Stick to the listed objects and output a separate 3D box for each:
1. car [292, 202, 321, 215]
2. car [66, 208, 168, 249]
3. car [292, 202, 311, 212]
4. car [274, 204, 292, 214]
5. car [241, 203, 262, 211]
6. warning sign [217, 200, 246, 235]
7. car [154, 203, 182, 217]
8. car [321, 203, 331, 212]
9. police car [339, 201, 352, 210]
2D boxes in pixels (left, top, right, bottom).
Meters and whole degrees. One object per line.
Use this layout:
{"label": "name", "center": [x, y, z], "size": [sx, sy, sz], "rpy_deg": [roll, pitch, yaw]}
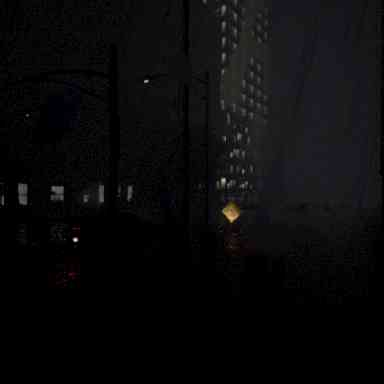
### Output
{"label": "car", "center": [15.528, 2.259, 44.918], "size": [1.882, 1.535, 5.008], "rpy_deg": [0, -1, 34]}
{"label": "car", "center": [-3.380, 1.666, 15.225], "size": [1.837, 1.490, 4.892], "rpy_deg": [-1, -1, 30]}
{"label": "car", "center": [18.310, 2.444, 55.327], "size": [1.837, 1.490, 4.892], "rpy_deg": [0, -1, 33]}
{"label": "car", "center": [13.118, 2.372, 47.170], "size": [1.895, 1.301, 4.718], "rpy_deg": [0, -1, 33]}
{"label": "car", "center": [9.662, 2.396, 53.921], "size": [1.895, 1.301, 4.718], "rpy_deg": [0, -1, 33]}
{"label": "warning sign", "center": [2.291, 1.406, 19.142], "size": [1.300, 1.860, 1.060], "rpy_deg": [2, 1, 33]}
{"label": "car", "center": [-2.835, 1.916, 34.674], "size": [1.812, 1.442, 4.674], "rpy_deg": [0, -1, 33]}
{"label": "car", "center": [21.042, 2.452, 53.568], "size": [2.128, 1.511, 4.902], "rpy_deg": [0, -1, 33]}
{"label": "police car", "center": [30.675, 2.669, 66.428], "size": [1.930, 1.638, 5.238], "rpy_deg": [0, -1, 33]}
